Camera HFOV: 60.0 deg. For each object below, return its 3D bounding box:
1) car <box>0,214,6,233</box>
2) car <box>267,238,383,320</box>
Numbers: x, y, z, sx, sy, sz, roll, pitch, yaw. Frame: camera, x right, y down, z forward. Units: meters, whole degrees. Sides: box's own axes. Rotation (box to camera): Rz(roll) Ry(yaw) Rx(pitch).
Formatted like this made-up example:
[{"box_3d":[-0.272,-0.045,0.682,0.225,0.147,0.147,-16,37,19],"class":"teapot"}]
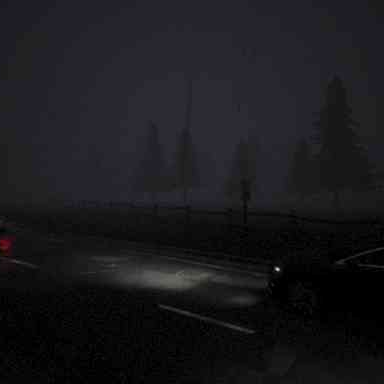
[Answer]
[{"box_3d":[-12.162,1.569,19.068,4.674,1.442,1.812,0,0,44],"class":"car"},{"box_3d":[3.749,1.497,5.721,4.902,1.511,2.128,0,0,37],"class":"car"}]
